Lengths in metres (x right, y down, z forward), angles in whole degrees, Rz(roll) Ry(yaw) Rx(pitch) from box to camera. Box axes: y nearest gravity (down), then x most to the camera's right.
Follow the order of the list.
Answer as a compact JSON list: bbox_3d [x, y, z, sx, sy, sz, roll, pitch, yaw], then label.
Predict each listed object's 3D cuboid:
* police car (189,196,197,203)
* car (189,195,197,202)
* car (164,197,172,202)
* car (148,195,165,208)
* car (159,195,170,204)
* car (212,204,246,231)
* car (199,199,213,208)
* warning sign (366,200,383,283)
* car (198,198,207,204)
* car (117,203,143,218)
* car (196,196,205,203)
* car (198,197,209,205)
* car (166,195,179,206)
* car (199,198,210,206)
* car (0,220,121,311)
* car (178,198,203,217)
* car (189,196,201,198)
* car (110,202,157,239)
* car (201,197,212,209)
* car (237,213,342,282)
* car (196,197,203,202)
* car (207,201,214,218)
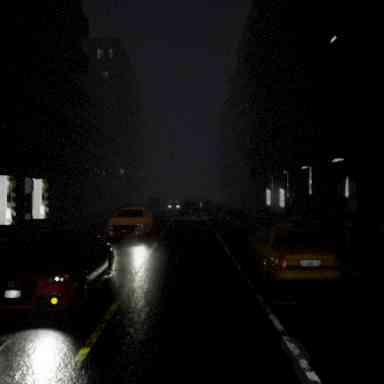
[{"bbox_3d":[0.166,1.876,84.851,1.930,1.638,5.238,0,0,-2],"label":"police car"},{"bbox_3d":[0.191,1.875,94.732,2.097,1.767,4.553,0,0,0],"label":"car"},{"bbox_3d":[-6.356,2.032,88.769,1.887,1.381,4.507,0,0,0],"label":"car"},{"bbox_3d":[-6.098,1.589,54.802,2.192,1.841,5.009,0,0,0],"label":"car"},{"bbox_3d":[-6.271,1.721,77.447,2.192,1.841,5.009,0,0,0],"label":"car"},{"bbox_3d":[2.539,1.631,20.870,1.887,1.381,4.507,0,0,0],"label":"car"},{"bbox_3d":[2.283,1.814,54.843,2.008,1.369,4.403,0,0,0],"label":"car"},{"bbox_3d":[5.013,1.139,7.796,1.300,1.860,1.060,0,0,0],"label":"warning sign"},{"bbox_3d":[2.153,1.939,71.828,1.802,1.307,4.206,0,0,0],"label":"car"},{"bbox_3d":[-5.927,1.737,32.151,1.802,1.307,4.206,0,0,0],"label":"car"},{"bbox_3d":[2.067,1.875,83.148,1.967,1.590,4.097,0,0,0],"label":"car"},{"bbox_3d":[2.196,1.765,66.166,1.967,1.590,4.097,0,0,0],"label":"car"},{"bbox_3d":[-3.501,1.800,64.391,1.882,1.535,5.008,0,0,0],"label":"car"},{"bbox_3d":[2.239,1.838,60.505,1.887,1.381,4.507,0,0,0],"label":"car"},{"bbox_3d":[-3.158,1.598,7.786,1.994,1.385,4.181,0,0,-1],"label":"car"},{"bbox_3d":[-0.147,1.633,33.539,1.882,1.535,5.008,0,0,-1],"label":"car"},{"bbox_3d":[-0.248,1.716,46.705,2.128,1.511,4.902,0,0,0],"label":"car"},{"bbox_3d":[-3.221,1.557,18.020,1.882,1.535,5.008,0,0,0],"label":"car"},{"bbox_3d":[2.325,1.785,49.181,2.008,1.369,4.403,0,0,0],"label":"car"},{"bbox_3d":[2.624,1.560,9.719,1.752,1.417,4.829,0,0,0],"label":"car"},{"bbox_3d":[2.023,2.004,88.979,1.752,1.417,4.829,0,0,0],"label":"car"},{"bbox_3d":[2.496,1.660,26.531,1.887,1.381,4.507,0,0,0],"label":"car"}]
